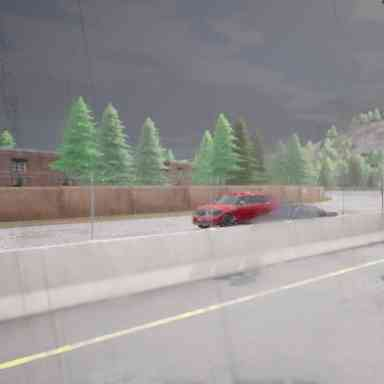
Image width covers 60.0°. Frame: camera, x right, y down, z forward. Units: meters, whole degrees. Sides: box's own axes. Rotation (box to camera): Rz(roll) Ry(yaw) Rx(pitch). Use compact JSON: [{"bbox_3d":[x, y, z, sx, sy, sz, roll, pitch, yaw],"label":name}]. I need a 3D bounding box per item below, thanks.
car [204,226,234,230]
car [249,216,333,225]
[{"bbox_3d":[2.638,1.033,18.782,5.566,2.045,2.150,-1,1,-36],"label":"car"},{"bbox_3d":[4.961,1.355,16.089,5.357,1.411,2.033,-1,1,-35],"label":"car"}]
